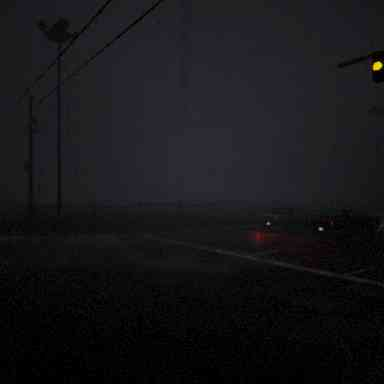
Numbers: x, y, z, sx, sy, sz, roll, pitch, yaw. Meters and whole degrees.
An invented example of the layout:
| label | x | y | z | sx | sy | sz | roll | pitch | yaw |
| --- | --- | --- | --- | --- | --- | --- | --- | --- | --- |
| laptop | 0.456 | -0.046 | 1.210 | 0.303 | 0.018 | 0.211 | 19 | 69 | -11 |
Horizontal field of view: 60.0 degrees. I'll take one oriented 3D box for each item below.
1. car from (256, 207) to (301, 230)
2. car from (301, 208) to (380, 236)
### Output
| label | x | y | z | sx | sy | sz | roll | pitch | yaw |
| --- | --- | --- | --- | --- | --- | --- | --- | --- | --- |
| car | 6.383 | 1.600 | 21.201 | 4.718 | 1.301 | 1.895 | 0 | 0 | -36 |
| car | 8.417 | 1.601 | 18.351 | 4.718 | 1.301 | 1.895 | 0 | 0 | -36 |
